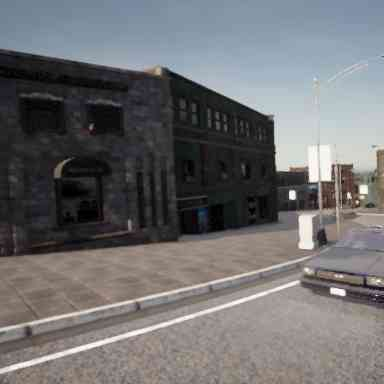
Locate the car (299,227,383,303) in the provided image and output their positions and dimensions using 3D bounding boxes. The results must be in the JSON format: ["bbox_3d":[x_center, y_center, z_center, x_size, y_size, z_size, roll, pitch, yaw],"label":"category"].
[{"bbox_3d":[4.781,1.638,8.546,2.033,1.411,5.357,-1,-2,45],"label":"car"}]

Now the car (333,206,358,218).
[{"bbox_3d":[21.716,2.774,47.272,2.097,1.767,4.553,-3,-3,5],"label":"car"}]
